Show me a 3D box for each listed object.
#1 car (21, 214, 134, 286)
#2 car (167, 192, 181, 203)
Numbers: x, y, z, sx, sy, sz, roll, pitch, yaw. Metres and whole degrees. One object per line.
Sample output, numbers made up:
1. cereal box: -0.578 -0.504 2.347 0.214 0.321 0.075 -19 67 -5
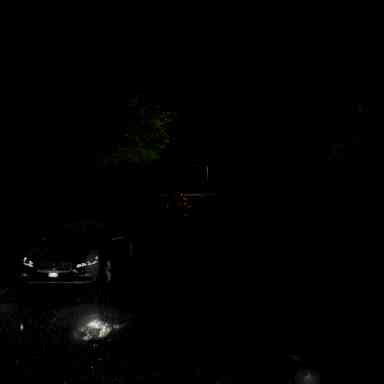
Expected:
1. car: -2.847 1.424 9.250 1.837 1.490 4.892 0 1 0
2. car: -2.779 0.795 51.900 1.882 1.535 5.008 0 1 0
